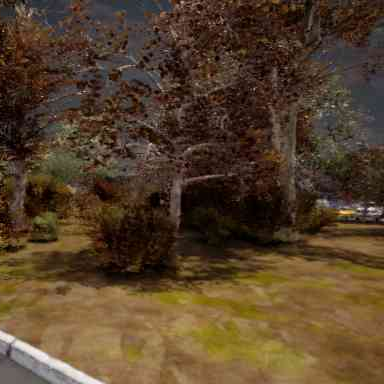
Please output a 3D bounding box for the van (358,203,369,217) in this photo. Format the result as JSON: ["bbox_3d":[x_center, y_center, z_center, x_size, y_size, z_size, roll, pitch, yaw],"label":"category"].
[{"bbox_3d":[24.534,2.143,49.340,1.878,1.987,4.442,0,0,36],"label":"van"}]

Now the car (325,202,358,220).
[{"bbox_3d":[17.284,2.328,38.357,1.946,1.575,5.366,0,0,36],"label":"car"}]

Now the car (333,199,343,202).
[{"bbox_3d":[22.343,2.132,51.097,2.435,2.045,5.566,0,0,36],"label":"car"}]

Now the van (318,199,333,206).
[{"bbox_3d":[15.072,2.119,40.036,1.878,1.987,4.442,0,0,36],"label":"van"}]

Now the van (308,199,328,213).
[{"bbox_3d":[19.986,2.170,52.616,1.878,1.987,4.442,0,0,36],"label":"van"}]

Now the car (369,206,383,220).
[{"bbox_3d":[24.533,2.388,39.521,5.357,1.411,2.033,0,0,36],"label":"car"}]
